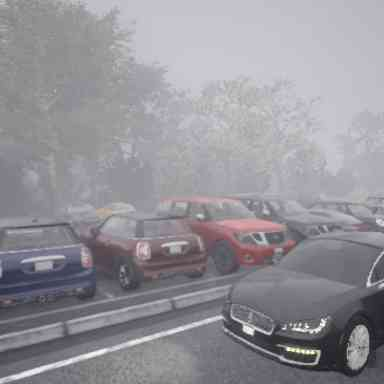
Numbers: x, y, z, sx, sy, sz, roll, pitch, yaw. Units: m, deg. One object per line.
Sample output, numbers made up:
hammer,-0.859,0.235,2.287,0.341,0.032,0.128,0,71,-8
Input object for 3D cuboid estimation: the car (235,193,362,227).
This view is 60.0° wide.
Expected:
car,2.951,1.184,12.595,2.435,2.045,5.566,0,0,-36

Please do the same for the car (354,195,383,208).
car,24.366,1.217,44.014,2.231,1.521,4.892,-1,0,-36

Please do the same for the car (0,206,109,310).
car,-3.888,1.345,7.702,2.185,1.767,4.553,0,0,-36

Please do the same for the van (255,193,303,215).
van,8.482,1.144,32.808,1.878,1.987,4.442,0,0,-36

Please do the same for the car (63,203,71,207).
car,-7.258,1.451,21.417,2.231,1.521,4.892,0,0,-36

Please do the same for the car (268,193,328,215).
car,10.791,1.106,34.351,2.435,2.045,5.566,0,0,-36

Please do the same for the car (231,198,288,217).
car,6.185,1.378,31.251,1.946,1.575,5.366,0,0,-36

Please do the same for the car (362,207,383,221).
car,5.217,1.464,14.247,2.002,1.452,4.674,0,0,-36

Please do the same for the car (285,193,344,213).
car,13.083,1.090,35.919,2.435,2.045,5.566,0,0,-36

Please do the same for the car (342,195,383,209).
car,22.106,1.246,42.399,2.097,1.535,5.008,-1,0,-36

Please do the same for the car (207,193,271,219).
car,4.018,1.141,29.508,2.435,2.045,5.566,0,0,-36

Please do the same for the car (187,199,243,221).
car,1.794,1.433,27.847,2.163,1.488,4.792,0,0,-36

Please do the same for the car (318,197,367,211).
car,17.606,1.333,39.152,2.163,1.488,4.792,0,0,-36

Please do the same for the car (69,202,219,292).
car,-1.608,1.333,9.332,2.185,1.767,4.553,0,0,-36

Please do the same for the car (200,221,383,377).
car,2.686,1.482,5.599,4.892,1.490,1.837,0,0,-35

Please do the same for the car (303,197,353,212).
car,15.309,1.352,37.581,2.163,1.488,4.792,0,0,-36

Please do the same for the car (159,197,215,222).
car,-0.500,1.290,26.280,2.185,1.767,4.553,0,0,-36

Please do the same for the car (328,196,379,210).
car,19.736,1.272,40.938,1.946,1.575,5.366,-1,0,-36

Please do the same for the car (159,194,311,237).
car,0.670,1.196,10.965,2.435,2.045,5.566,0,0,-36

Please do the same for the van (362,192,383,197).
van,11.988,1.163,19.235,1.878,1.987,4.442,0,0,-36

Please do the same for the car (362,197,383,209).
car,7.477,1.287,15.905,2.185,1.767,4.553,0,0,-36
